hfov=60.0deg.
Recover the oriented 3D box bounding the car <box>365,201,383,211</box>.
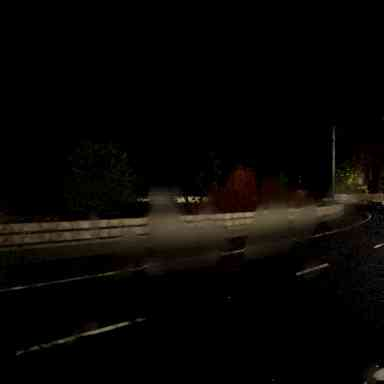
[{"bbox_3d":[28.862,2.243,52.741,1.837,1.490,4.892,0,0,17],"label":"car"}]
